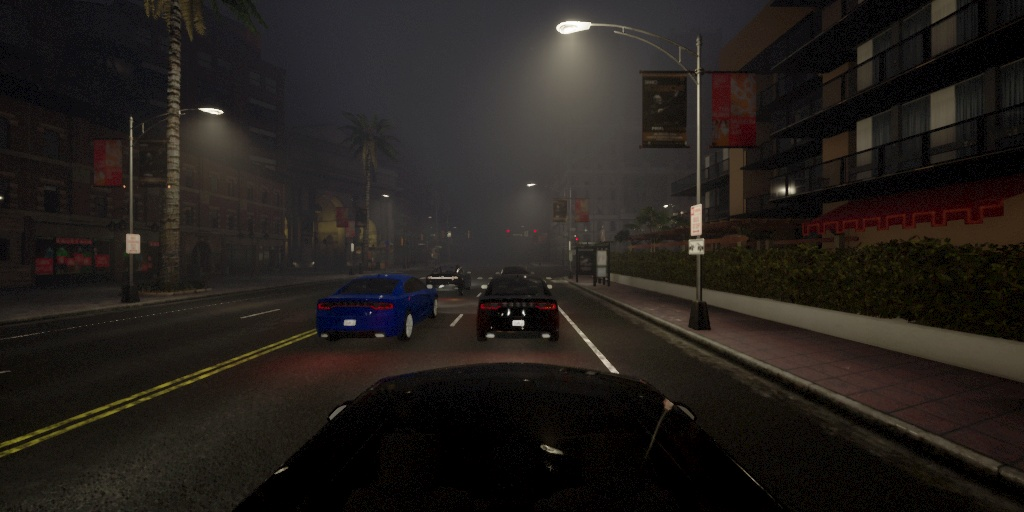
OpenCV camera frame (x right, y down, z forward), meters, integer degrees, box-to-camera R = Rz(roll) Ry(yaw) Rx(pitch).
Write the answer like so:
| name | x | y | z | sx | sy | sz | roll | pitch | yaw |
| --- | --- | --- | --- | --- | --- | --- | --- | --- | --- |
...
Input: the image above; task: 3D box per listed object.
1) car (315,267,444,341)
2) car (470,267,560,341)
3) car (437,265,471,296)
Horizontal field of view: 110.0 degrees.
| name | x | y | z | sx | sy | sz | roll | pitch | yaw |
| --- | --- | --- | --- | --- | --- | --- | --- | --- | --- |
| car | -3.359 | 1.228 | 9.889 | 1.882 | 1.535 | 5.008 | 0 | 0 | 0 |
| car | 0.137 | 1.228 | 9.854 | 1.882 | 1.535 | 5.008 | 0 | 0 | 0 |
| car | -3.331 | 1.241 | 19.394 | 2.128 | 1.511 | 4.902 | 0 | 0 | 0 |
